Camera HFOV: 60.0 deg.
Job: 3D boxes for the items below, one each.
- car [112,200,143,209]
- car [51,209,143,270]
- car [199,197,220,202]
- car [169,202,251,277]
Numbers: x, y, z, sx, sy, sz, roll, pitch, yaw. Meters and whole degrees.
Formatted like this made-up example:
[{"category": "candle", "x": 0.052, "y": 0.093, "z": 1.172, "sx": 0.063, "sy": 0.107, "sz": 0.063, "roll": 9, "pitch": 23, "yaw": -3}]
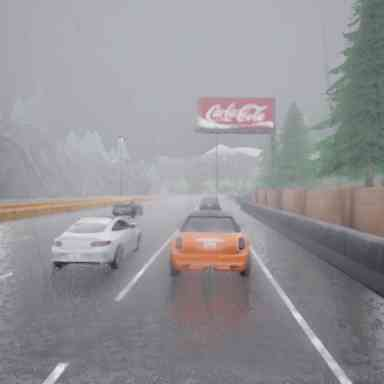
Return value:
[{"category": "car", "x": -5.484, "y": 1.459, "z": 28.810, "sx": 2.128, "sy": 1.511, "sz": 4.902, "roll": 0, "pitch": 0, "yaw": 3}, {"category": "car", "x": -2.938, "y": 1.511, "z": 10.947, "sx": 1.812, "sy": 1.442, "sz": 4.674, "roll": 0, "pitch": 0, "yaw": 3}, {"category": "car", "x": 1.837, "y": 1.337, "z": 34.477, "sx": 2.097, "sy": 1.767, "sz": 4.553, "roll": 0, "pitch": 0, "yaw": 3}, {"category": "car", "x": 0.548, "y": 1.347, "z": 10.399, "sx": 2.097, "sy": 1.767, "sz": 4.553, "roll": 0, "pitch": 0, "yaw": 3}]
